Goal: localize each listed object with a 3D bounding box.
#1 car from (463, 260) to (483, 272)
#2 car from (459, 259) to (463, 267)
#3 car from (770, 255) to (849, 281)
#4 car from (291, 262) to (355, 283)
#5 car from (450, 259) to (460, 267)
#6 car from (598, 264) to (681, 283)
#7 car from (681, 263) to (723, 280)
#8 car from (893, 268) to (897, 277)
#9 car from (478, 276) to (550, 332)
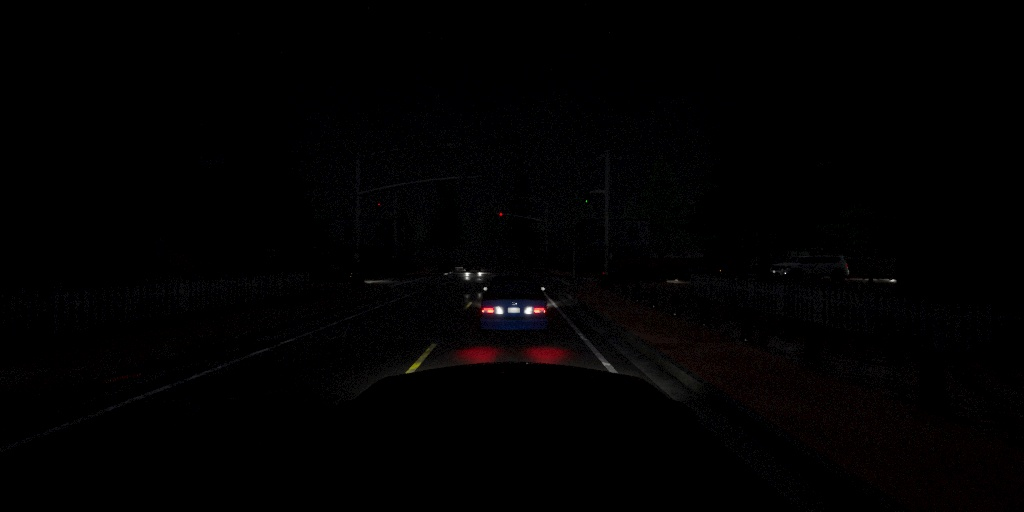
[{"bbox_3d":[-4.780,1.220,44.704,1.837,1.490,4.892,0,0,-6],"label":"car"},{"bbox_3d":[-6.317,1.263,54.362,2.033,1.411,5.357,0,0,-14],"label":"car"},{"bbox_3d":[24.678,0.956,29.915,5.566,2.045,2.150,0,0,1],"label":"car"},{"bbox_3d":[-14.214,1.240,27.401,4.892,1.490,1.837,0,0,1],"label":"car"},{"bbox_3d":[-9.824,1.263,64.681,2.033,1.411,5.357,0,0,-23],"label":"car"},{"bbox_3d":[9.216,1.282,26.670,5.357,1.411,2.033,0,0,2],"label":"car"},{"bbox_3d":[15.313,1.299,30.194,4.181,1.385,1.994,0,0,2],"label":"car"},{"bbox_3d":[34.524,1.087,29.607,4.553,1.767,2.097,0,0,2],"label":"car"},{"bbox_3d":[0.062,1.297,10.777,2.033,1.411,5.357,0,0,0],"label":"car"}]
